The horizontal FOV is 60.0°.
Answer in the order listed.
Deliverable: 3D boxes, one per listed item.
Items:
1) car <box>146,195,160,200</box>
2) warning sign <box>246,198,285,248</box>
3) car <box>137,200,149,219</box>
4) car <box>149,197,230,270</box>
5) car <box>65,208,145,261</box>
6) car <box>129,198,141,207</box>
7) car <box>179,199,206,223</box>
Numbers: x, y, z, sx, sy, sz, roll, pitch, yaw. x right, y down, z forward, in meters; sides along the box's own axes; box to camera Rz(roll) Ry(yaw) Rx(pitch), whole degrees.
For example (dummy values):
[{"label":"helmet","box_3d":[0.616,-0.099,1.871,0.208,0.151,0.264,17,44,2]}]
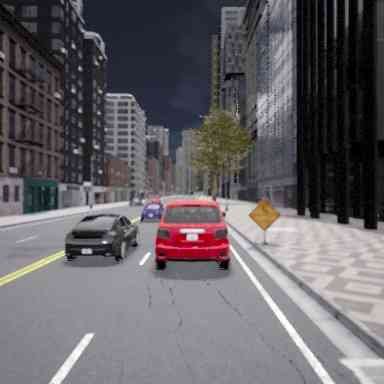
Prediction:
[{"label":"car","box_3d":[-6.545,1.532,56.922,2.150,2.045,5.566,0,0,1]},{"label":"warning sign","box_3d":[2.852,1.181,13.081,1.300,1.860,1.060,0,0,0]},{"label":"car","box_3d":[-3.193,1.671,28.255,1.812,1.442,4.674,0,0,0]},{"label":"car","box_3d":[0.039,1.280,11.440,2.150,2.045,5.566,0,0,1]},{"label":"car","box_3d":[-3.199,1.569,12.607,1.837,1.490,4.892,0,0,1]},{"label":"car","box_3d":[-9.783,1.844,58.140,1.812,1.442,4.674,0,0,1]},{"label":"car","box_3d":[0.052,1.493,27.520,2.097,1.767,4.553,0,0,1]}]
